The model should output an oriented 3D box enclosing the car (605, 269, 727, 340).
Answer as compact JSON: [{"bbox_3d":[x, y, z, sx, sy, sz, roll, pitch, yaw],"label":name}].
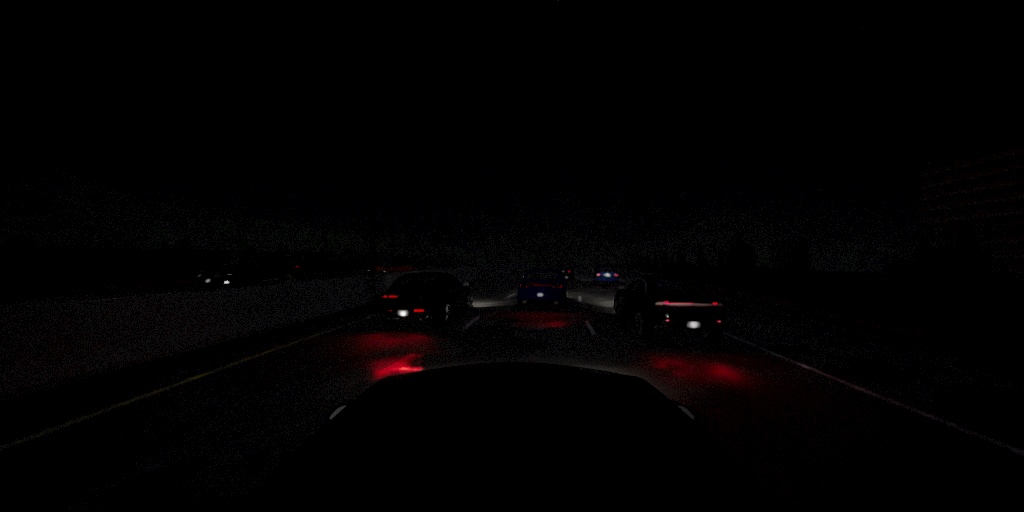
[{"bbox_3d":[4.200,1.288,10.210,2.128,1.511,4.902,0,0,6],"label":"car"}]

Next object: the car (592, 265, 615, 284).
[{"bbox_3d":[7.360,1.414,28.281,2.033,1.411,5.357,0,0,11],"label":"car"}]

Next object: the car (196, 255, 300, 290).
[{"bbox_3d":[-15.541,0.951,21.617,2.150,2.045,5.566,0,0,10],"label":"car"}]

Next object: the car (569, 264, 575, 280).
[{"bbox_3d":[4.850,1.417,33.520,2.033,1.411,5.357,0,0,11],"label":"car"}]

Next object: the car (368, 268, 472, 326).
[{"bbox_3d":[-2.629,1.272,11.898,1.837,1.490,4.892,0,0,6],"label":"car"}]

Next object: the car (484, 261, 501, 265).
[{"bbox_3d":[-2.677,1.378,49.781,2.128,1.511,4.902,0,0,11],"label":"car"}]

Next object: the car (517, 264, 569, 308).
[{"bbox_3d":[1.408,1.276,15.559,1.882,1.535,5.008,0,0,9],"label":"car"}]

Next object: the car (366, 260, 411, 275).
[{"bbox_3d":[-10.273,1.134,30.182,2.097,1.767,4.553,0,0,12],"label":"car"}]
